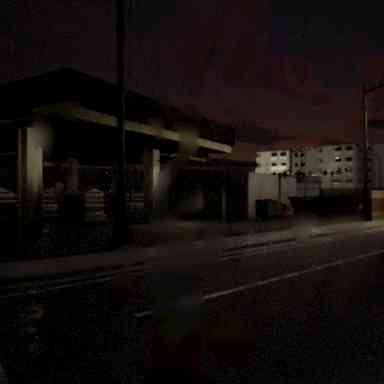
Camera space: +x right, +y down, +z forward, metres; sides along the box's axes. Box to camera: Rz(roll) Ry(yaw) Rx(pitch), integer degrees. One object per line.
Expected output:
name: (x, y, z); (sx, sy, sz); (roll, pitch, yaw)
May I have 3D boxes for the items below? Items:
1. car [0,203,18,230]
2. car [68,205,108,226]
car: (-11.837, 1.504, 20.450); (2.242, 1.667, 4.611); (0, -1, -38)
car: (-7.773, 1.677, 24.581); (1.970, 1.475, 3.806); (0, -1, -38)
